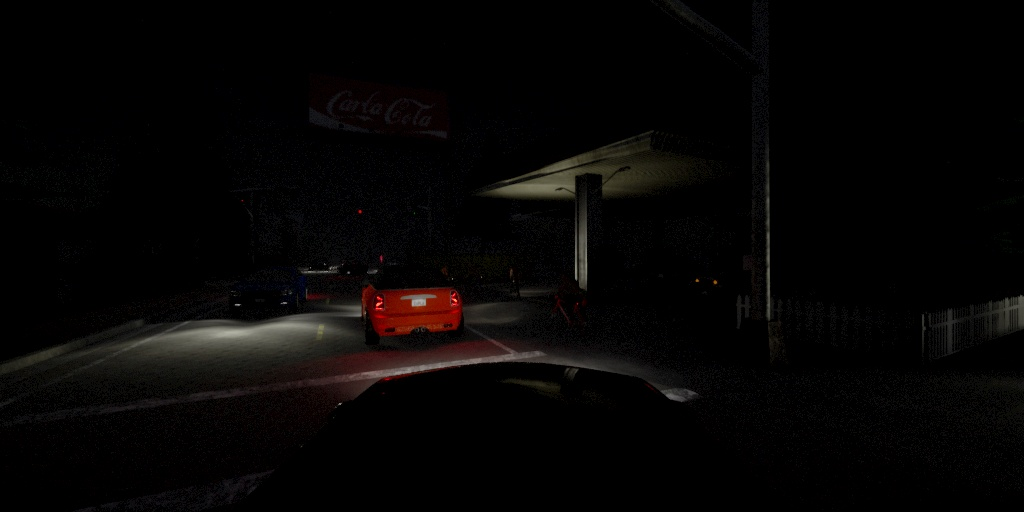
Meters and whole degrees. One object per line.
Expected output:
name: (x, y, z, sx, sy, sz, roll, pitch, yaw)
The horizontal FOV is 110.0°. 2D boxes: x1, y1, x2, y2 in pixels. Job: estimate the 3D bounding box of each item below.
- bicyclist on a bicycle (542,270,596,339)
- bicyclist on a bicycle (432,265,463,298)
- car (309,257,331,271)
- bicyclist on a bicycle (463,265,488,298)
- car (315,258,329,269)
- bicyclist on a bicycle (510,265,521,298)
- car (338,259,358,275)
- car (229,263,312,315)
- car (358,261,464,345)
bicyclist on a bicycle: (1.403, 1.181, 8.962, 0.582, 1.620, 1.656, 3, -2, -45)
bicyclist on a bicycle: (-3.204, 1.236, 16.512, 1.656, 1.620, 0.582, 1, 0, 35)
car: (-24.993, 0.973, 46.385, 2.097, 1.767, 4.553, 0, 0, -26)
bicyclist on a bicycle: (-1.948, 1.267, 17.941, 1.656, 1.620, 0.582, 1, 0, -23)
car: (-29.236, 1.117, 55.298, 1.837, 1.490, 4.892, 0, 0, -26)
bicyclist on a bicycle: (0.156, 1.271, 18.132, 0.582, 1.620, 1.656, 0, 0, 14)
car: (-16.010, 1.240, 36.416, 1.895, 1.301, 4.718, 0, 1, -10)
car: (-8.951, 1.148, 13.517, 1.882, 1.535, 5.008, 1, -1, -25)
car: (-2.829, 1.002, 9.502, 2.097, 1.767, 4.553, 0, 0, -24)
